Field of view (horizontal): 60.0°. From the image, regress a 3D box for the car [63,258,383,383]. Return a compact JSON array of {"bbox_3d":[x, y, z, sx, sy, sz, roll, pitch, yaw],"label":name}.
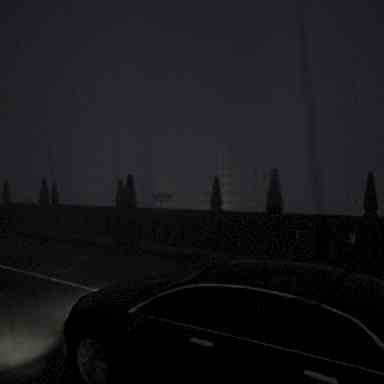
[{"bbox_3d":[0.620,1.501,3.533,4.892,1.490,1.837,0,0,35],"label":"car"}]
